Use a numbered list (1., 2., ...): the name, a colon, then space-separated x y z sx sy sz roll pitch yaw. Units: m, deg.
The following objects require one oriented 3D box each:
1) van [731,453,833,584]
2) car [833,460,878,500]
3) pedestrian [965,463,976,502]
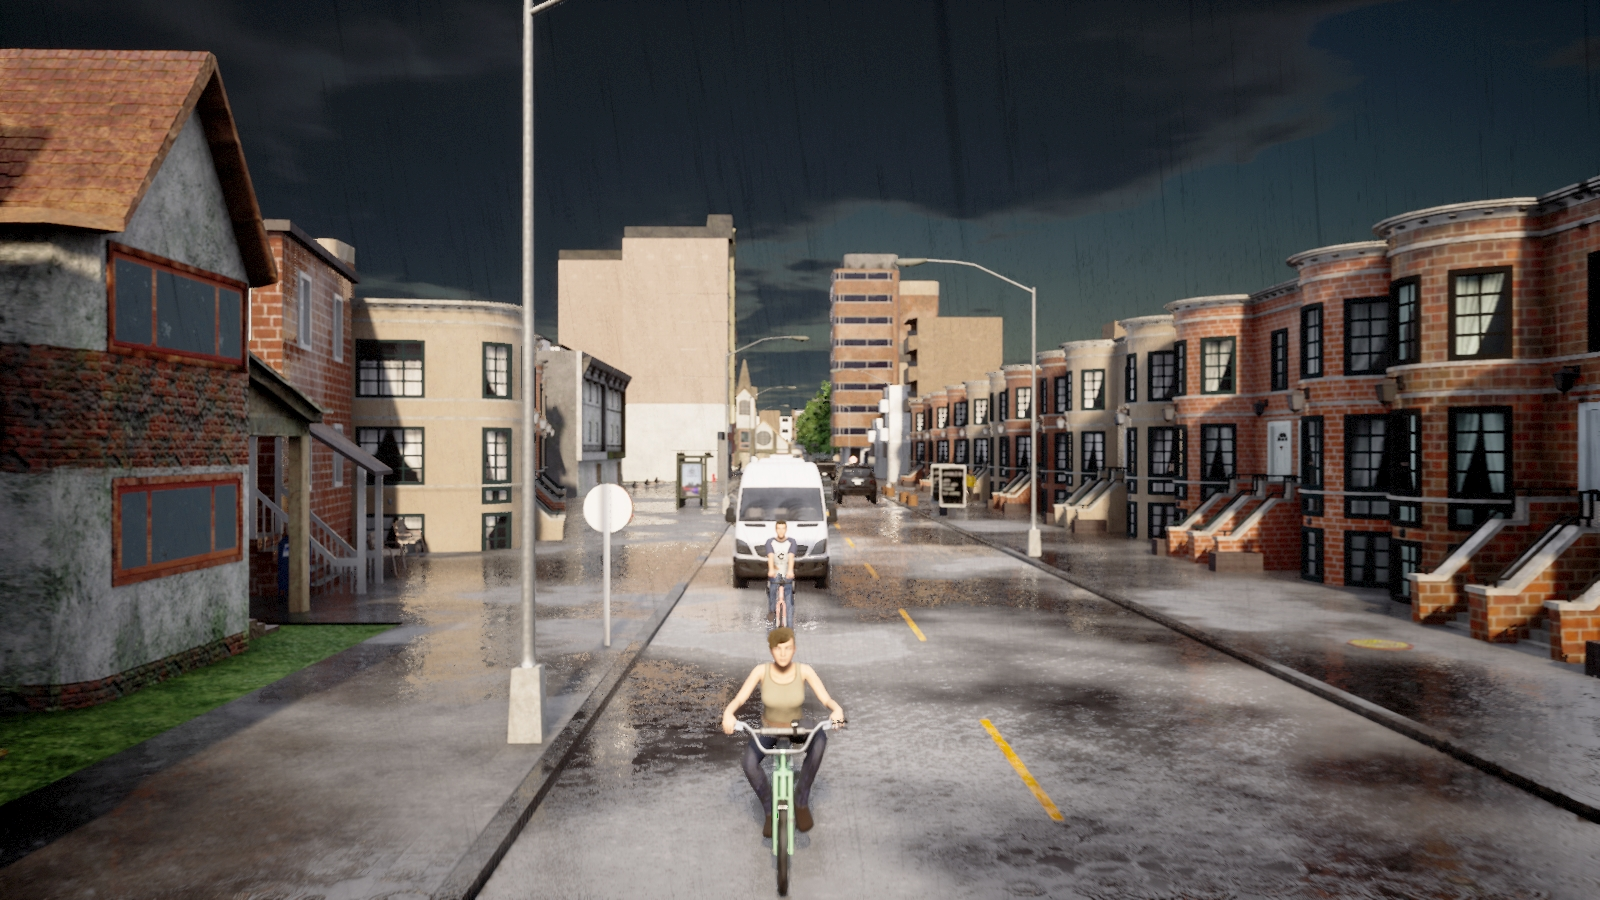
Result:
1. van: -0.404 1.339 25.169 1.988 2.561 5.915 0 0 -1
2. car: 2.989 1.618 62.597 2.150 2.045 5.566 0 0 -1
3. pedestrian: 8.194 1.576 54.997 0.375 1.860 0.375 0 0 -23
